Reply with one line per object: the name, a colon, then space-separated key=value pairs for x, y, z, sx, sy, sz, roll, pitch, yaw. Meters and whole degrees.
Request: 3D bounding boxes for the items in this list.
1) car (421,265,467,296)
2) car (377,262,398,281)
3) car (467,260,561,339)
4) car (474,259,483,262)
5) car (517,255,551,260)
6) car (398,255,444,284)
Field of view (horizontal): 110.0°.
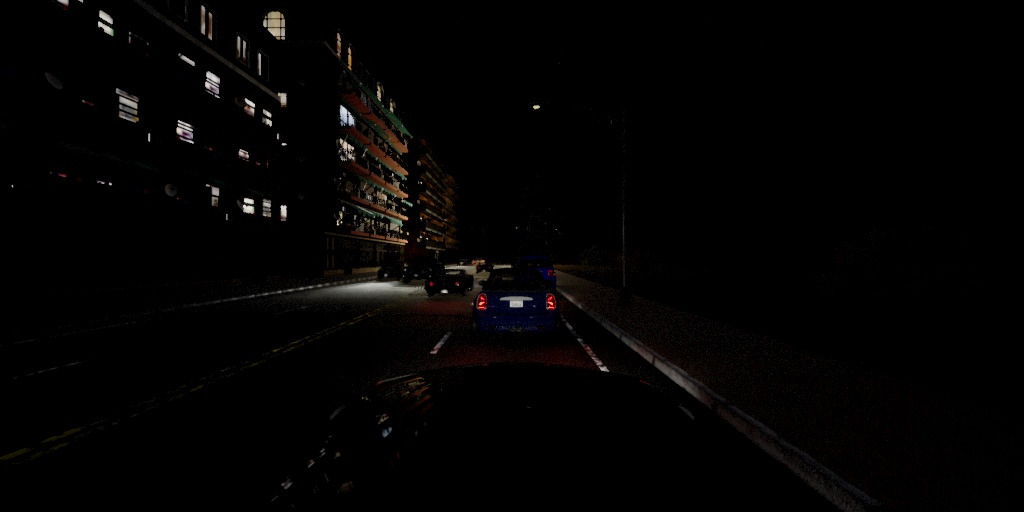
car: x=-3.151 y=1.354 z=18.994 sx=1.895 sy=1.301 sz=4.718 roll=0 pitch=0 yaw=0
car: x=-9.851 y=1.245 z=30.457 sx=2.128 sy=1.511 sz=4.902 roll=0 pitch=0 yaw=0
car: x=0.097 y=1.104 z=10.216 sx=2.097 sy=1.767 sz=4.553 roll=0 pitch=0 yaw=0
car: x=-3.148 y=1.354 z=42.955 sx=1.895 sy=1.301 sz=4.718 roll=0 pitch=0 yaw=0
car: x=1.136 y=0.978 z=19.791 sx=2.150 sy=2.045 sz=5.566 roll=0 pitch=0 yaw=0
car: x=-6.600 y=0.975 z=27.427 sx=2.150 sy=2.045 sz=5.566 roll=0 pitch=0 yaw=0
